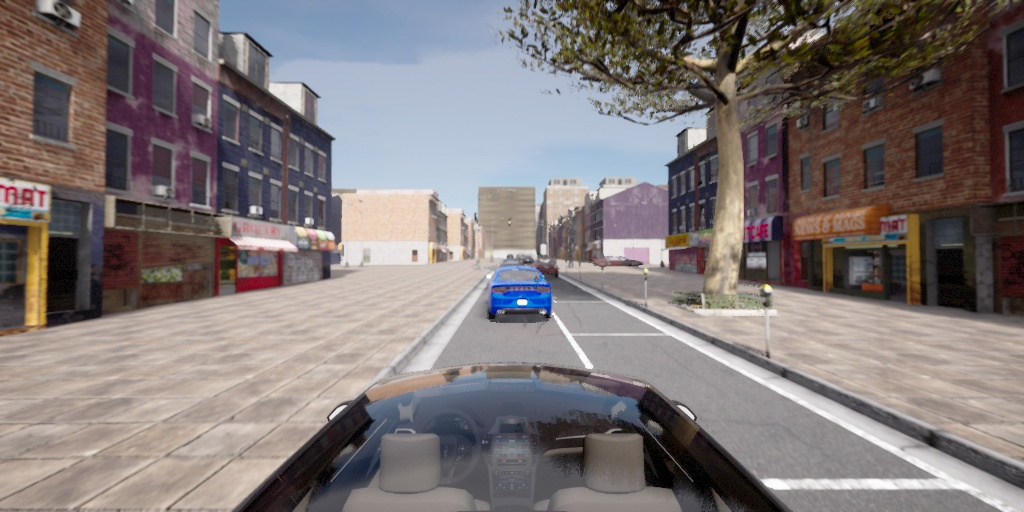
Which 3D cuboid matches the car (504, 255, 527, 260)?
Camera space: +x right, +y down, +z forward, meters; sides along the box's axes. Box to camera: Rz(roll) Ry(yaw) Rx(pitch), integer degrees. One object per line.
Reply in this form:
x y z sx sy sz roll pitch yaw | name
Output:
-0.024 0.903 27.271 1.812 1.442 4.674 0 1 0 | car

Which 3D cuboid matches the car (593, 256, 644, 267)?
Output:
11.952 0.683 40.412 5.357 1.411 2.033 0 -1 2 | car

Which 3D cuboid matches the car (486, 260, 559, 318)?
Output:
0.158 1.067 12.200 1.882 1.535 5.008 0 1 -3 | car

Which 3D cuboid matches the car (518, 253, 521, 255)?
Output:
2.348 0.562 60.589 1.948 1.339 4.313 0 0 0 | car

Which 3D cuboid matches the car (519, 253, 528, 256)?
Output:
2.375 0.612 55.154 1.948 1.339 4.313 0 0 0 | car

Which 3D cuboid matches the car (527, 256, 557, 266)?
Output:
2.508 0.801 28.411 1.967 1.591 4.097 0 0 0 | car
